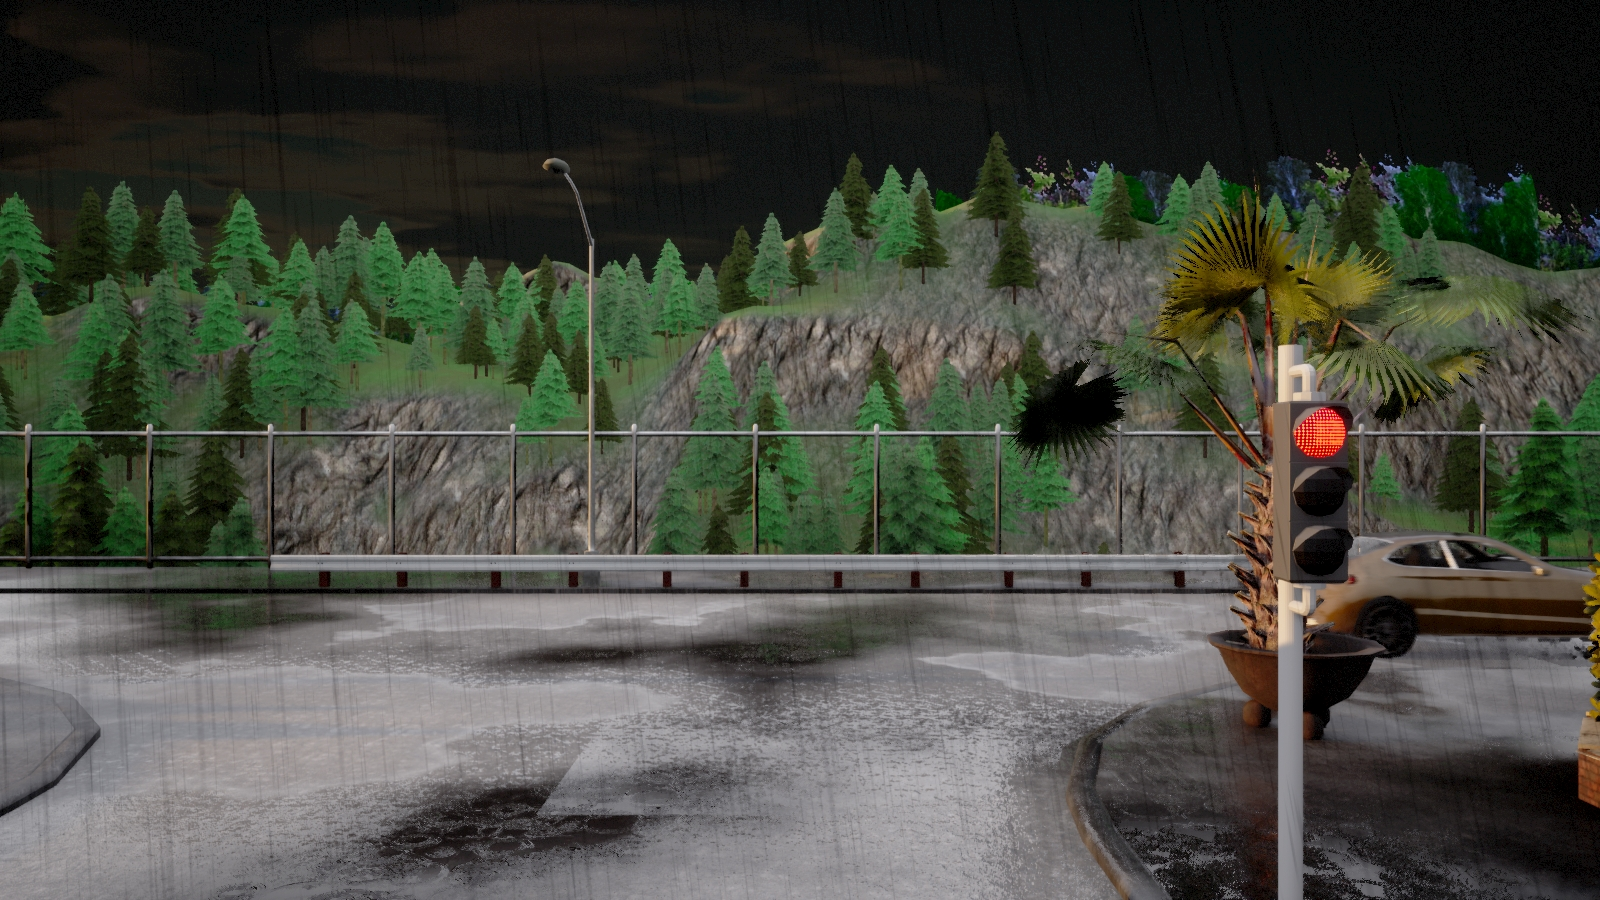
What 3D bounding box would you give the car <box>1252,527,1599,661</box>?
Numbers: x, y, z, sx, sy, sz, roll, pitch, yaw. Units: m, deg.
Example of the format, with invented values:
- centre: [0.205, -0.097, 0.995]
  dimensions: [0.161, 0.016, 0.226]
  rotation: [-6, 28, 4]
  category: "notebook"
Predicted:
- centre: [9.391, 1.992, 16.327]
  dimensions: [5.027, 1.651, 2.152]
  rotation: [0, 0, 0]
  category: "car"
